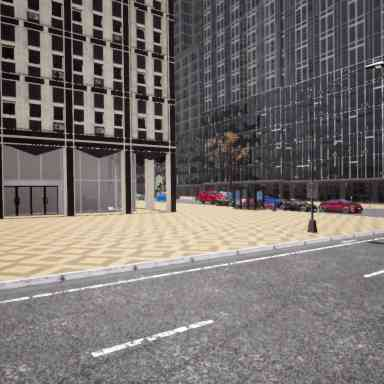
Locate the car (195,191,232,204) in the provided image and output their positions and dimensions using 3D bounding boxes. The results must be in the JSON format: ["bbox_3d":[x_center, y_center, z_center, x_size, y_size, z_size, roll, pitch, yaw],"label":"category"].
[{"bbox_3d":[3.364,0.874,51.652,2.150,2.045,5.566,-1,1,-34],"label":"car"}]

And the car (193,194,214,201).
[{"bbox_3d":[2.196,1.044,63.658,1.802,1.307,4.206,0,1,-34],"label":"car"}]

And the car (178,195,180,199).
[{"bbox_3d":[-4.201,0.937,73.055,1.802,1.307,4.206,0,1,-34],"label":"car"}]

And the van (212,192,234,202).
[{"bbox_3d":[5.394,0.856,58.957,1.690,1.788,3.998,0,1,-34],"label":"van"}]

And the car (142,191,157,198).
[{"bbox_3d":[-10.598,0.688,82.449,1.967,1.590,4.097,0,1,-34],"label":"car"}]

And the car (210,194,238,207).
[{"bbox_3d":[4.818,1.320,44.820,1.947,1.339,4.313,0,1,-34],"label":"car"}]

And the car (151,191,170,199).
[{"bbox_3d":[-7.399,0.616,77.750,2.192,1.841,5.009,0,1,-34],"label":"car"}]

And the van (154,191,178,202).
[{"bbox_3d":[-4.731,0.938,58.941,1.690,1.788,3.998,0,1,-34],"label":"van"}]

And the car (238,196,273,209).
[{"bbox_3d":[7.968,1.389,40.090,1.802,1.307,4.206,0,1,-34],"label":"car"}]

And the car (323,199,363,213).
[{"bbox_3d":[15.238,1.408,34.195,1.994,1.385,4.181,-1,1,-34],"label":"car"}]

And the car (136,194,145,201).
[{"bbox_3d":[-11.129,1.041,68.340,2.008,1.369,4.403,0,1,-34],"label":"car"}]

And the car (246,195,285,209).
[{"bbox_3d":[9.350,1.227,42.848,1.882,1.535,5.008,-1,1,-34],"label":"car"}]

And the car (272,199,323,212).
[{"bbox_3d":[11.152,1.424,35.380,1.947,1.339,4.313,0,1,-34],"label":"car"}]
